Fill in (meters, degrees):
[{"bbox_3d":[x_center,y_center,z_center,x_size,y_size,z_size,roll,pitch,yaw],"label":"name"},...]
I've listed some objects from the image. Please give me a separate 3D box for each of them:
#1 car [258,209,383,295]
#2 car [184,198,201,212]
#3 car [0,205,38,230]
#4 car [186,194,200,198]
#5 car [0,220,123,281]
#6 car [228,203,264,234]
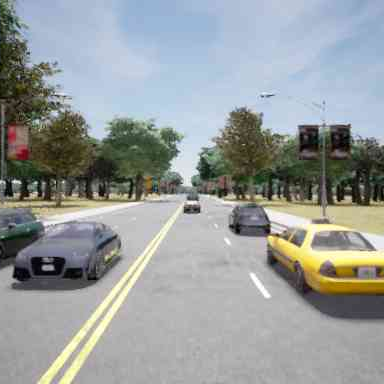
[{"bbox_3d":[3.253,1.459,8.742,1.801,1.575,5.366,0,0,0],"label":"car"},{"bbox_3d":[0.008,1.634,38.560,1.895,1.301,4.718,0,0,0],"label":"car"},{"bbox_3d":[-6.596,1.356,10.801,2.097,1.767,4.553,0,0,0],"label":"car"},{"bbox_3d":[0.117,1.277,56.646,2.150,2.045,5.566,0,0,0],"label":"car"},{"bbox_3d":[-3.346,1.567,9.717,1.994,1.385,4.181,0,0,0],"label":"car"},{"bbox_3d":[3.256,1.442,19.553,2.033,1.649,4.856,0,0,0],"label":"car"}]
